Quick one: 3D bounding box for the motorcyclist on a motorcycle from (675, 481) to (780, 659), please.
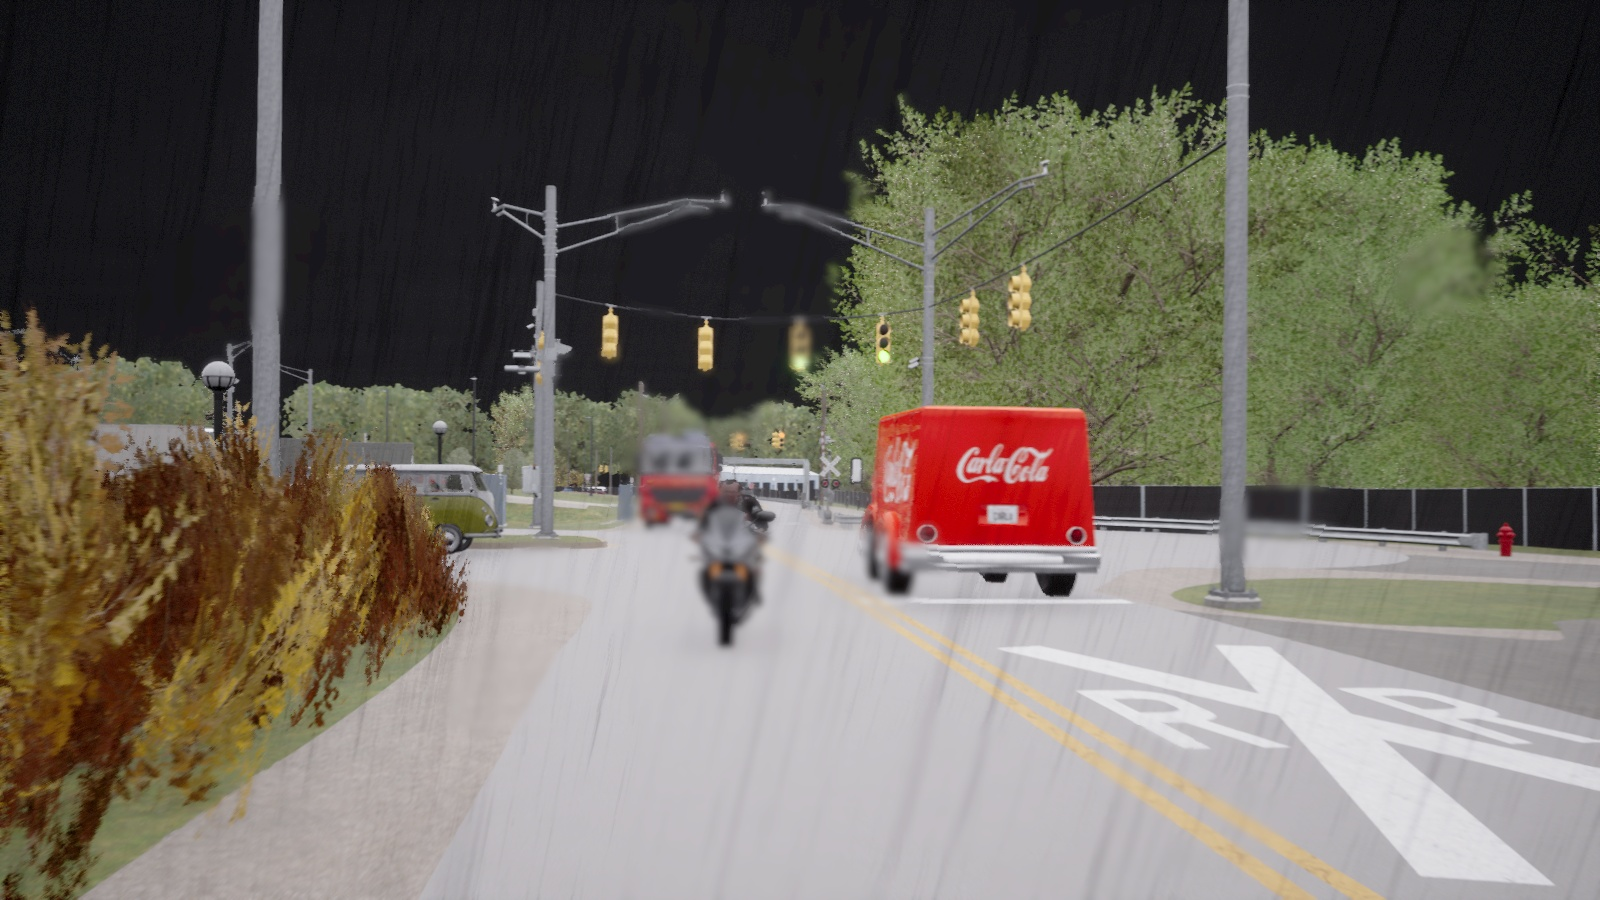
[{"bbox_3d":[-0.642,1.061,11.930,0.866,1.530,2.191,0,-1,0],"label":"motorcyclist on a motorcycle"}]

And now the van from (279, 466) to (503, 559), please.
[{"bbox_3d":[-8.985,1.372,27.912,4.442,1.987,1.775,0,-2,-6],"label":"van"}]

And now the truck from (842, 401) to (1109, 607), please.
[{"bbox_3d":[2.226,0.719,17.787,2.627,2.467,5.204,0,-1,-5],"label":"truck"}]

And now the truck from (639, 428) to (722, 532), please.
[{"bbox_3d":[-4.683,1.274,50.752,2.891,3.827,8.468,0,-2,-2],"label":"truck"}]
